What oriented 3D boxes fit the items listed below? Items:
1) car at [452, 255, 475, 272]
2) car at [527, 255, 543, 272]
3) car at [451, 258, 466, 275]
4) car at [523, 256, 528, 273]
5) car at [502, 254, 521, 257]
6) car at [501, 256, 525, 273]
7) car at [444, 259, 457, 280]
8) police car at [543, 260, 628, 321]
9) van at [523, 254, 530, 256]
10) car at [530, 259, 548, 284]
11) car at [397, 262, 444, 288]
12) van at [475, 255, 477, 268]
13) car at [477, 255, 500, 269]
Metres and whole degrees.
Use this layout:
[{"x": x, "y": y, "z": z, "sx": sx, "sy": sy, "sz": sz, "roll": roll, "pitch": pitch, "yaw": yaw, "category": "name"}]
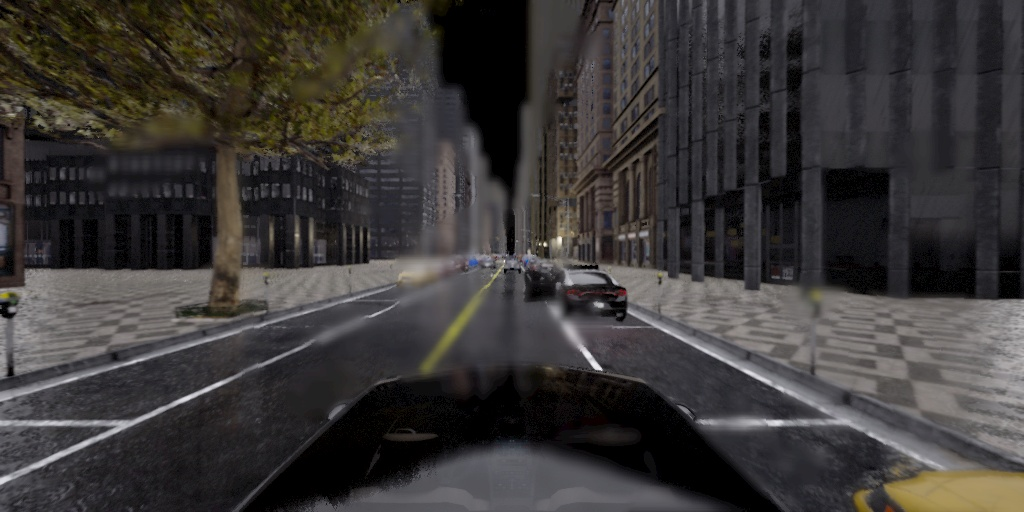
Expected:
[{"x": -5.764, "y": 0.814, "z": 39.481, "sx": 2.192, "sy": 1.841, "sz": 5.009, "roll": 0, "pitch": 0, "yaw": 0, "category": "car"}, {"x": 2.761, "y": 0.976, "z": 33.812, "sx": 1.967, "sy": 1.591, "sz": 4.097, "roll": 0, "pitch": 0, "yaw": 0, "category": "car"}, {"x": -5.764, "y": 1.118, "z": 33.804, "sx": 1.802, "sy": 1.307, "sz": 4.207, "roll": 0, "pitch": 0, "yaw": 0, "category": "car"}, {"x": 2.761, "y": 1.013, "z": 45.168, "sx": 2.007, "sy": 1.370, "sz": 4.403, "roll": 0, "pitch": 0, "yaw": 0, "category": "car"}, {"x": 0.007, "y": 0.917, "z": 51.177, "sx": 2.128, "sy": 1.511, "sz": 4.902, "roll": 0, "pitch": 0, "yaw": 0, "category": "car"}, {"x": 0.058, "y": 1.053, "z": 38.623, "sx": 2.033, "sy": 1.411, "sz": 5.357, "roll": 0, "pitch": 0, "yaw": 0, "category": "car"}, {"x": -5.764, "y": 1.155, "z": 28.126, "sx": 1.802, "sy": 1.307, "sz": 4.207, "roll": 0, "pitch": 0, "yaw": 0, "category": "car"}, {"x": 2.366, "y": 1.104, "z": 12.263, "sx": 1.930, "sy": 1.638, "sz": 5.238, "roll": 0, "pitch": 0, "yaw": 0, "category": "police car"}, {"x": 2.760, "y": 0.767, "z": 50.845, "sx": 1.690, "sy": 1.789, "sz": 3.998, "roll": 0, "pitch": 0, "yaw": 0, "category": "van"}, {"x": 2.761, "y": 1.124, "z": 28.135, "sx": 2.007, "sy": 1.370, "sz": 4.403, "roll": 0, "pitch": 0, "yaw": 0, "category": "car"}, {"x": -5.764, "y": 1.136, "z": 22.279, "sx": 1.751, "sy": 1.417, "sz": 4.829, "roll": 0, "pitch": 0, "yaw": 0, "category": "car"}, {"x": -5.764, "y": 0.803, "z": 45.158, "sx": 1.690, "sy": 1.789, "sz": 3.998, "roll": 0, "pitch": 0, "yaw": 0, "category": "van"}, {"x": -3.035, "y": 0.943, "z": 46.978, "sx": 2.128, "sy": 1.511, "sz": 4.902, "roll": 0, "pitch": 0, "yaw": 1, "category": "car"}]
